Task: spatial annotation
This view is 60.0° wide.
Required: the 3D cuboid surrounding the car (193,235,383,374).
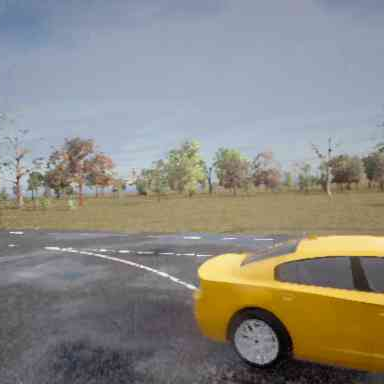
[{"bbox_3d":[2.461,1.333,4.278,5.008,1.535,1.882,-2,1,26],"label":"car"}]
